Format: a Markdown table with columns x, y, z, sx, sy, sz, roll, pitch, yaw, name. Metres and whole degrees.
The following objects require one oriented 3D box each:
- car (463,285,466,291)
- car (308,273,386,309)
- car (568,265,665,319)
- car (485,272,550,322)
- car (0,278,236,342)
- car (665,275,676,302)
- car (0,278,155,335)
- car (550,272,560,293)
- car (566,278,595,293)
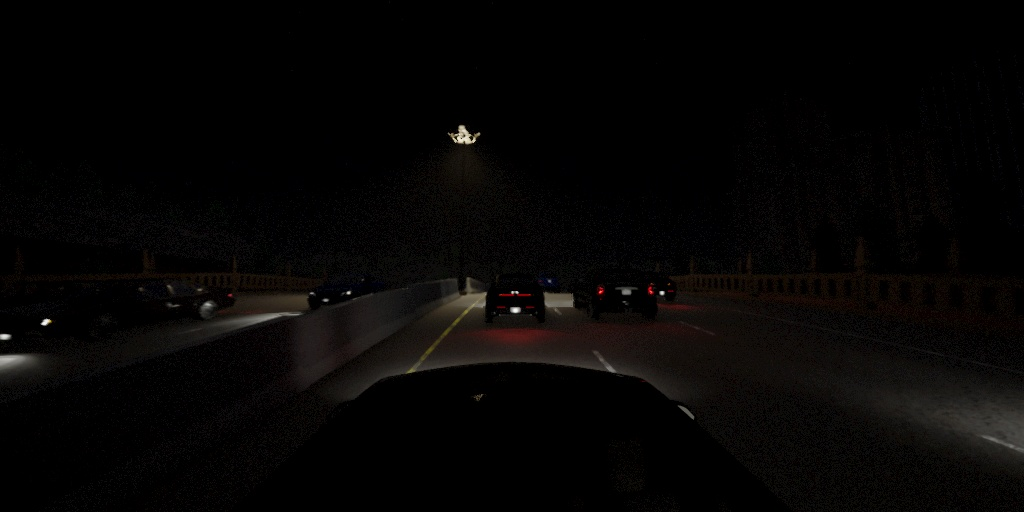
| x | y | z | sx | sy | sz | roll | pitch | yaw | name |
| --- | --- | --- | --- | --- | --- | --- | --- | --- | --- |
| -7.049 | 5.239 | 56.794 | 1.812 | 1.442 | 4.674 | 0 | -6 | 0 | car |
| -7.100 | 1.484 | 15.999 | 1.812 | 1.442 | 4.674 | 0 | -2 | 0 | car |
| 3.600 | 1.223 | 13.385 | 2.097 | 1.767 | 4.553 | 0 | -2 | 0 | car |
| 0.100 | 1.356 | 12.713 | 1.837 | 1.490 | 4.892 | 0 | -1 | 0 | car |
| -10.600 | 1.345 | 10.154 | 2.033 | 1.411 | 5.357 | 0 | -1 | 0 | car |
| 7.101 | 1.613 | 19.390 | 1.837 | 1.490 | 4.892 | 0 | -3 | 0 | car |
| -14.099 | 1.410 | 10.825 | 1.895 | 1.301 | 4.718 | 0 | -1 | 0 | car |
| 3.602 | 2.795 | 36.924 | 2.150 | 2.045 | 5.566 | 0 | -6 | 0 | car |
| 7.102 | 3.158 | 37.765 | 2.128 | 1.511 | 4.902 | 0 | -6 | 0 | car |
